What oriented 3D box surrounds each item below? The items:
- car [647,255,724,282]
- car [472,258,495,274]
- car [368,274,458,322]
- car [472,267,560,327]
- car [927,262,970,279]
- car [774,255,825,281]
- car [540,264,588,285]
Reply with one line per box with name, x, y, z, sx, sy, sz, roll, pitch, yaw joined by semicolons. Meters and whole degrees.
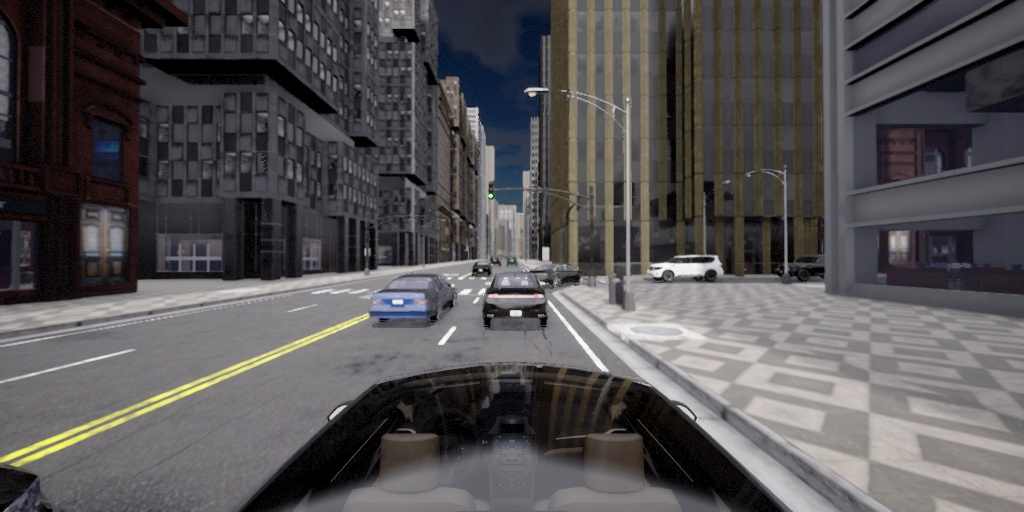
car;13.652;0.957;28.386;5.566;2.045;2.150;0;-1;0
car;-3.148;1.283;38.543;1.882;1.535;5.008;0;0;0
car;-3.151;1.322;12.414;2.033;1.411;5.357;0;0;0
car;0.101;1.264;11.621;2.128;1.511;4.902;0;0;0
car;34.697;1.196;28.423;5.357;1.411;2.033;0;-1;0
car;24.079;0.912;28.411;5.566;2.045;2.150;0;-1;0
car;3.128;1.260;23.621;4.902;1.511;2.128;-1;-1;-44
